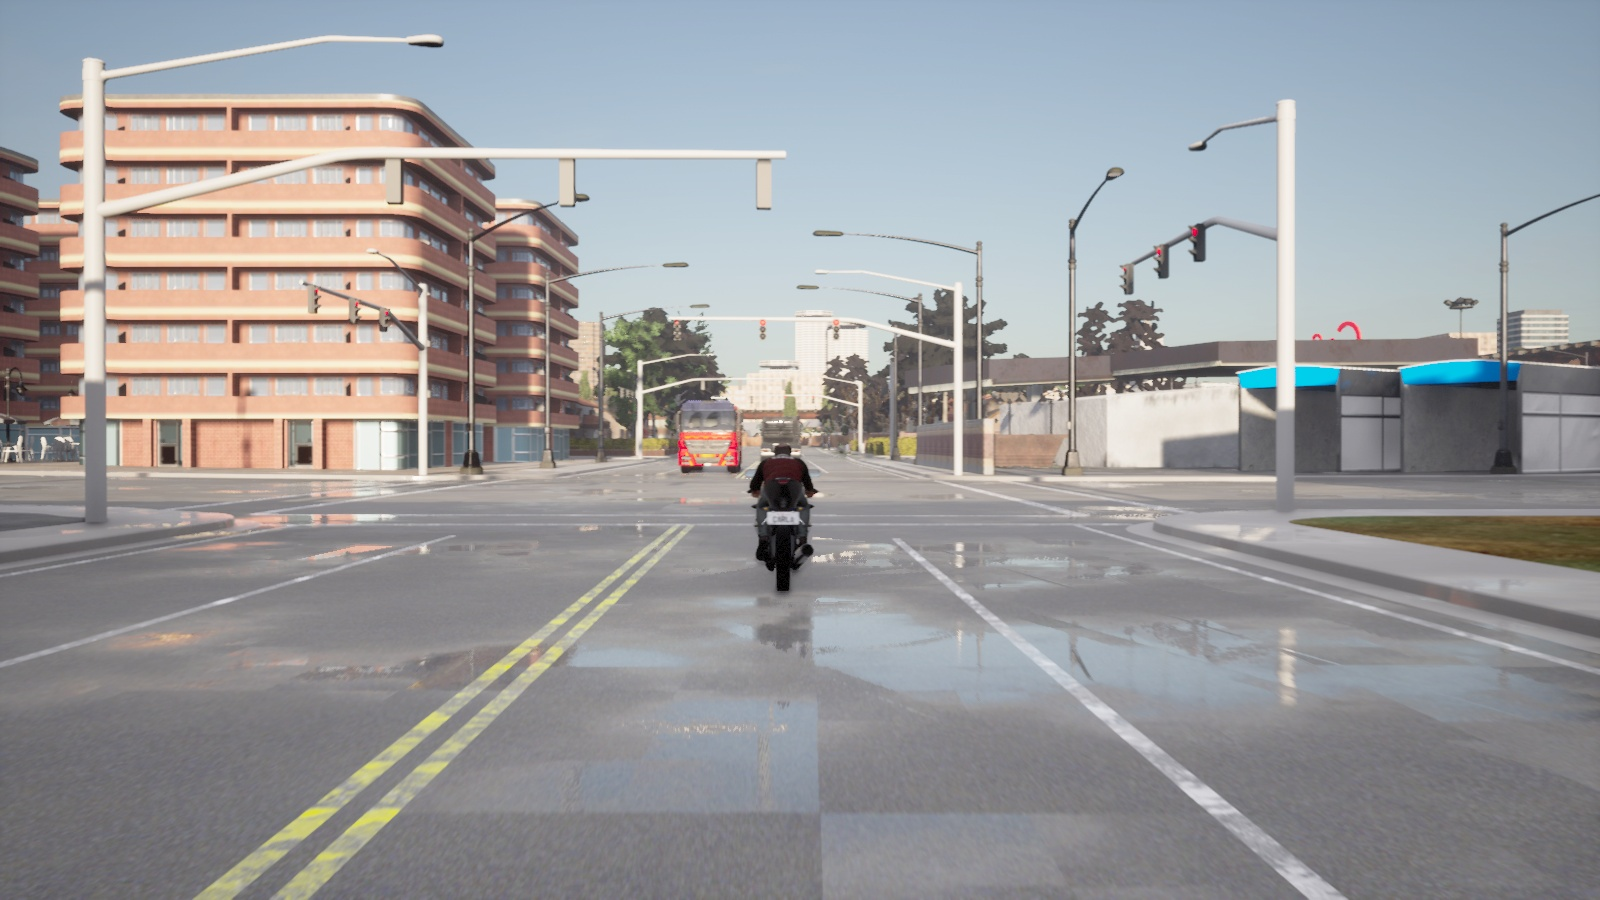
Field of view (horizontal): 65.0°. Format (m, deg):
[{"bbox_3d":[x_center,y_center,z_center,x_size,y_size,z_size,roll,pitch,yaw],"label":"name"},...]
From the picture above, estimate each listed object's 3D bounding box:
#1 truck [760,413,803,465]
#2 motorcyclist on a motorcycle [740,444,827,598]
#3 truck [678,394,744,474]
[{"bbox_3d":[-1.285,-0.735,87.683,2.891,3.462,7.936,0,0,-1],"label":"truck"},{"bbox_3d":[-0.178,0.704,13.629,0.866,1.530,2.191,0,0,-1],"label":"motorcyclist on a motorcycle"},{"bbox_3d":[-4.429,-0.784,63.857,2.891,3.827,8.468,0,0,-1],"label":"truck"}]
